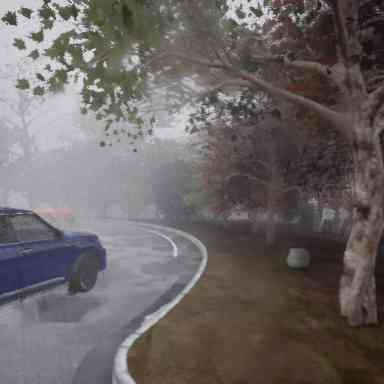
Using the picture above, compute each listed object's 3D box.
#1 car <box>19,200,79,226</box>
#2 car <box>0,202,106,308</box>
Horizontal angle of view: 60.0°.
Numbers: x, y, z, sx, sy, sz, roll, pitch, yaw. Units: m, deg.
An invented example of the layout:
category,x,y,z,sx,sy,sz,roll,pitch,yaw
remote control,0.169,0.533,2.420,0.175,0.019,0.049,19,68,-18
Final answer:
category,x,y,z,sx,sy,sz,roll,pitch,yaw
car,-11.069,1.517,25.622,4.553,1.767,2.097,0,0,35
car,-3.995,1.268,6.303,2.150,2.045,5.566,0,0,22
